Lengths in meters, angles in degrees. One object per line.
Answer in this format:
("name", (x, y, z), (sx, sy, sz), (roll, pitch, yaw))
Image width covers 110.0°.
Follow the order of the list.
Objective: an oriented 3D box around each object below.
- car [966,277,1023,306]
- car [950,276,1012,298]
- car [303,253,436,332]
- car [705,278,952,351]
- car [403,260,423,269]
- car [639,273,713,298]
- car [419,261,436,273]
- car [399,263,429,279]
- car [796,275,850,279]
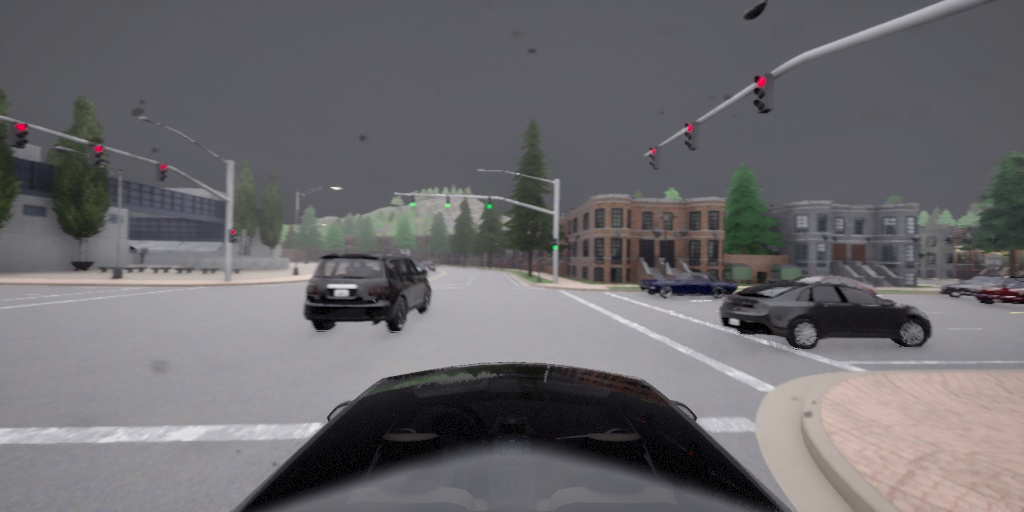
("car", (25.507, 1.860, 17.350), (4.718, 1.301, 1.895), (1, 0, -4))
("car", (28.518, 1.877, 21.045), (5.357, 1.411, 2.033), (1, 0, -3))
("car", (-3.967, 0.950, 10.848), (2.150, 2.045, 5.566), (1, 0, -2))
("car", (7.893, 1.426, 9.177), (4.892, 1.490, 1.837), (1, -3, -7))
("car", (-16.513, 1.365, 59.662), (1.895, 1.301, 4.718), (1, 0, -32))
("car", (9.566, 1.604, 19.782), (4.718, 1.301, 1.895), (1, 0, -4))
("car", (-10.752, 1.353, 45.717), (1.994, 1.385, 4.181), (1, 0, -14))
("car", (-9.116, 1.359, 33.643), (1.895, 1.301, 4.718), (1, 0, -5))
("car", (14.137, 1.589, 16.586), (4.674, 1.442, 1.812), (1, 0, -4))
